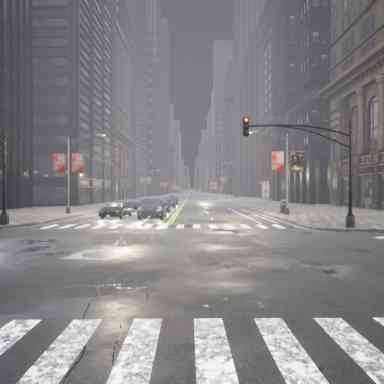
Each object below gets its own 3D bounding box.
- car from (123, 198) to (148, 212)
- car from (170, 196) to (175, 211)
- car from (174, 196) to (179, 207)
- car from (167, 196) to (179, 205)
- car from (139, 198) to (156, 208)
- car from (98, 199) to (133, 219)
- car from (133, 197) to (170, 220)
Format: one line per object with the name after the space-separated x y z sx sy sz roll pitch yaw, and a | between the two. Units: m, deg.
-6.567 1.522 39.423 2.033 1.411 5.357 0 0 0 | car
-3.320 1.524 37.540 2.033 1.411 5.357 0 0 0 | car
-3.319 1.530 47.439 1.994 1.385 4.181 0 0 0 | car
-3.273 1.455 57.813 1.837 1.490 4.892 0 0 0 | car
-6.565 1.565 49.509 1.895 1.301 4.718 0 0 0 | car
-6.551 1.531 29.324 2.033 1.411 5.357 0 0 4 | car
-3.326 1.337 28.066 2.097 1.767 4.553 0 0 0 | car
